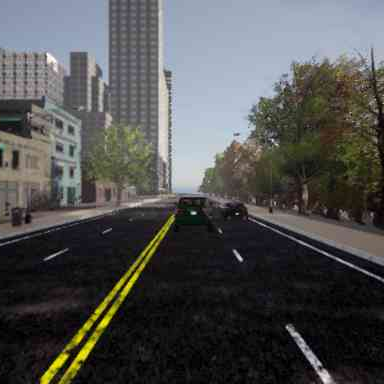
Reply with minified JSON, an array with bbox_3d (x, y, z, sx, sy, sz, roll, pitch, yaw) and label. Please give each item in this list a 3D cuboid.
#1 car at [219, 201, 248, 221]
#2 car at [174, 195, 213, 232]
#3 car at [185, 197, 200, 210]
[{"bbox_3d":[3.336,1.475,27.122,1.882,1.535,5.008,0,0,0],"label":"car"},{"bbox_3d":[0.089,1.219,20.449,2.150,2.045,5.566,0,0,0],"label":"car"},{"bbox_3d":[0.077,1.471,44.897,1.882,1.535,5.008,0,0,0],"label":"car"}]
